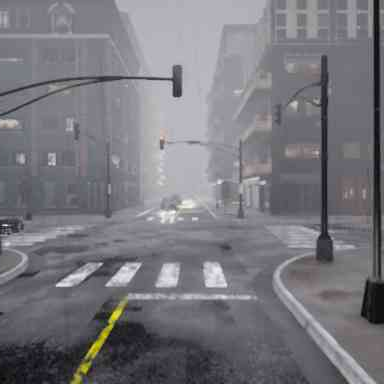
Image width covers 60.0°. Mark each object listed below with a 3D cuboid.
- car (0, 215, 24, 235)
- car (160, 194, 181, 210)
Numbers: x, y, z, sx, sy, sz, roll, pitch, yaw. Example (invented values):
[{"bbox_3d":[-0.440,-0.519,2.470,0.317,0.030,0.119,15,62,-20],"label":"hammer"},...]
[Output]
[{"bbox_3d":[-11.359,1.583,17.319,4.892,1.490,1.837,0,0,3],"label":"car"},{"bbox_3d":[-2.829,1.358,40.783,2.128,1.511,4.902,0,0,0],"label":"car"}]
